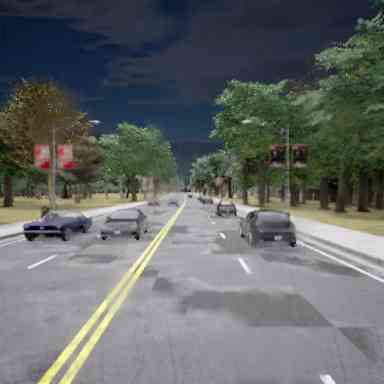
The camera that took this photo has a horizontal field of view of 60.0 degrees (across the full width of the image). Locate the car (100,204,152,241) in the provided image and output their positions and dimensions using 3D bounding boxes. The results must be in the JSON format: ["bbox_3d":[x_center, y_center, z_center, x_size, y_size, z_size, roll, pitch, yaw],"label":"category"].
[{"bbox_3d":[-3.352,1.575,17.285,1.812,1.442,4.674,0,0,0],"label":"car"}]

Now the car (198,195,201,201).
[{"bbox_3d":[3.134,1.789,76.441,2.163,1.488,4.792,0,0,0],"label":"car"}]

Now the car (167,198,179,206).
[{"bbox_3d":[-3.319,1.760,58.375,2.033,1.411,5.357,0,0,1],"label":"car"}]

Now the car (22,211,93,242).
[{"bbox_3d":[-6.604,1.649,16.839,1.895,1.301,4.718,0,0,0],"label":"car"}]

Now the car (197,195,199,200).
[{"bbox_3d":[3.050,1.821,87.452,2.163,1.488,4.792,0,0,0],"label":"car"}]

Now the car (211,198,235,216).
[{"bbox_3d":[3.346,1.601,33.363,2.128,1.511,4.902,0,0,0],"label":"car"}]

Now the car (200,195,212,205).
[{"bbox_3d":[3.194,1.720,65.400,1.882,1.535,5.008,0,0,0],"label":"car"}]

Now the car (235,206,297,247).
[{"bbox_3d":[3.346,1.547,15.291,1.837,1.490,4.892,0,0,0],"label":"car"}]

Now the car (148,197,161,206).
[{"bbox_3d":[-6.578,1.717,58.353,1.837,1.490,4.892,0,0,0],"label":"car"}]
